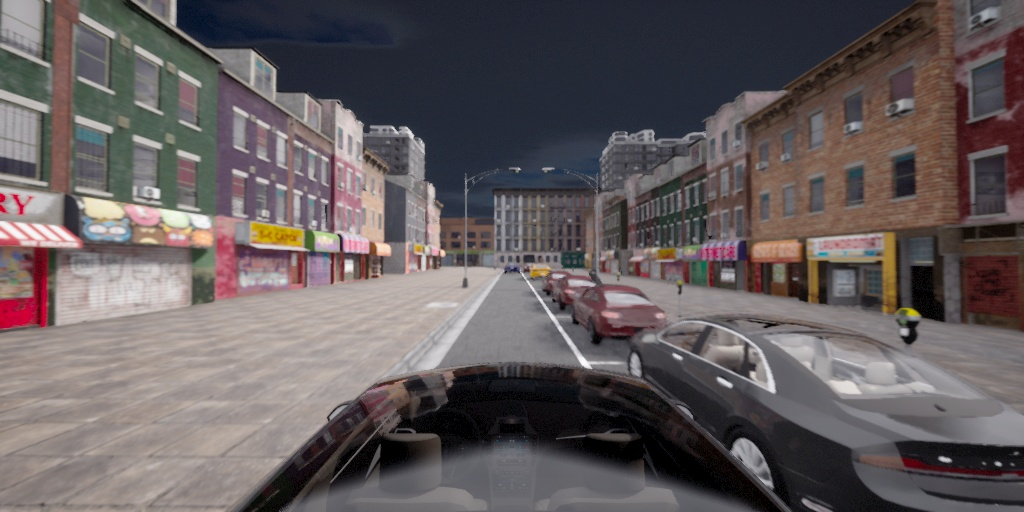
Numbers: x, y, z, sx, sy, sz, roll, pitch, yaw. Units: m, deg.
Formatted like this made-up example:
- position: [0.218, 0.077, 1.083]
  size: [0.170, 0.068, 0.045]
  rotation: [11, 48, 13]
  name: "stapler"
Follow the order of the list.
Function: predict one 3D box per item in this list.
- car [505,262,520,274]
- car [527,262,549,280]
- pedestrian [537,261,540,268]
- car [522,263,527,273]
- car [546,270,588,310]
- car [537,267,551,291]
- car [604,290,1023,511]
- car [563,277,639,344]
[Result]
- position: [0.055, 1.589, 51.350]
  size: [2.097, 1.767, 4.553]
  rotation: [0, -1, 0]
  name: "car"
- position: [2.773, 1.534, 35.352]
  size: [1.882, 1.535, 5.008]
  rotation: [0, -1, 0]
  name: "car"
- position: [2.775, 1.378, 38.365]
  size: [0.375, 1.860, 0.375]
  rotation: [0, -1, 0]
  name: "pedestrian"
- position: [2.674, 1.675, 53.528]
  size: [1.967, 1.591, 4.097]
  rotation: [0, 0, 0]
  name: "car"
- position: [2.648, 1.449, 15.005]
  size: [1.802, 1.307, 4.207]
  rotation: [0, 0, 0]
  name: "car"
- position: [2.652, 1.498, 20.509]
  size: [1.802, 1.307, 4.207]
  rotation: [0, 0, 0]
  name: "car"
- position: [2.641, 1.320, 3.998]
  size: [2.007, 1.370, 4.403]
  rotation: [0, 0, 0]
  name: "car"
- position: [2.645, 1.400, 9.502]
  size: [1.802, 1.307, 4.207]
  rotation: [0, 0, 0]
  name: "car"
